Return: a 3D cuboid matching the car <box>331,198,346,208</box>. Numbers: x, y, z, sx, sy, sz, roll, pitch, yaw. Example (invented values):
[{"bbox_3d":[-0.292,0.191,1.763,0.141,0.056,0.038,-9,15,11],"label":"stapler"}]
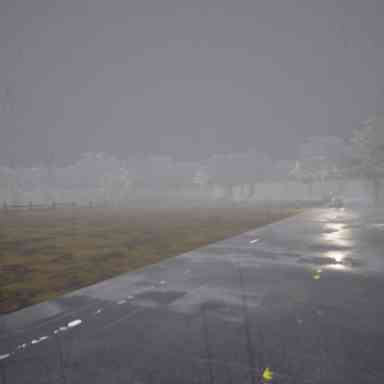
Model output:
[{"bbox_3d":[24.556,1.872,55.708,1.837,1.490,4.892,-1,0,26],"label":"car"}]
